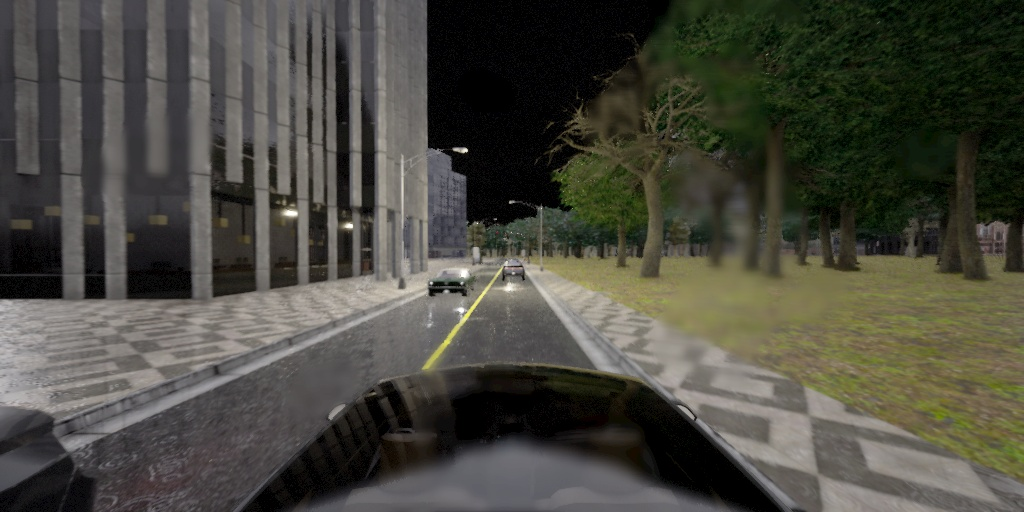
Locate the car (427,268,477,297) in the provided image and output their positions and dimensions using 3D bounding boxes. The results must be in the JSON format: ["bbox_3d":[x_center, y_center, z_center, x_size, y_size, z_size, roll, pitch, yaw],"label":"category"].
[{"bbox_3d":[-3.004,1.321,18.697,1.895,1.301,4.718,0,0,0],"label":"car"}]

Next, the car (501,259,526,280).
[{"bbox_3d":[0.119,1.159,30.223,2.128,1.511,4.902,0,0,0],"label":"car"}]
